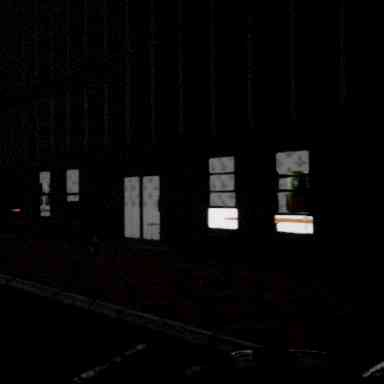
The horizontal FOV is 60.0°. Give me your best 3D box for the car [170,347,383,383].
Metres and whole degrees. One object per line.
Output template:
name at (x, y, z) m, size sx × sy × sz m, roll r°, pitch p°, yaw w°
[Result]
car at (1.617, 1.577, 1.720) m, size 4.206 × 1.307 × 1.802 m, roll -1°, pitch 0°, yaw 36°
